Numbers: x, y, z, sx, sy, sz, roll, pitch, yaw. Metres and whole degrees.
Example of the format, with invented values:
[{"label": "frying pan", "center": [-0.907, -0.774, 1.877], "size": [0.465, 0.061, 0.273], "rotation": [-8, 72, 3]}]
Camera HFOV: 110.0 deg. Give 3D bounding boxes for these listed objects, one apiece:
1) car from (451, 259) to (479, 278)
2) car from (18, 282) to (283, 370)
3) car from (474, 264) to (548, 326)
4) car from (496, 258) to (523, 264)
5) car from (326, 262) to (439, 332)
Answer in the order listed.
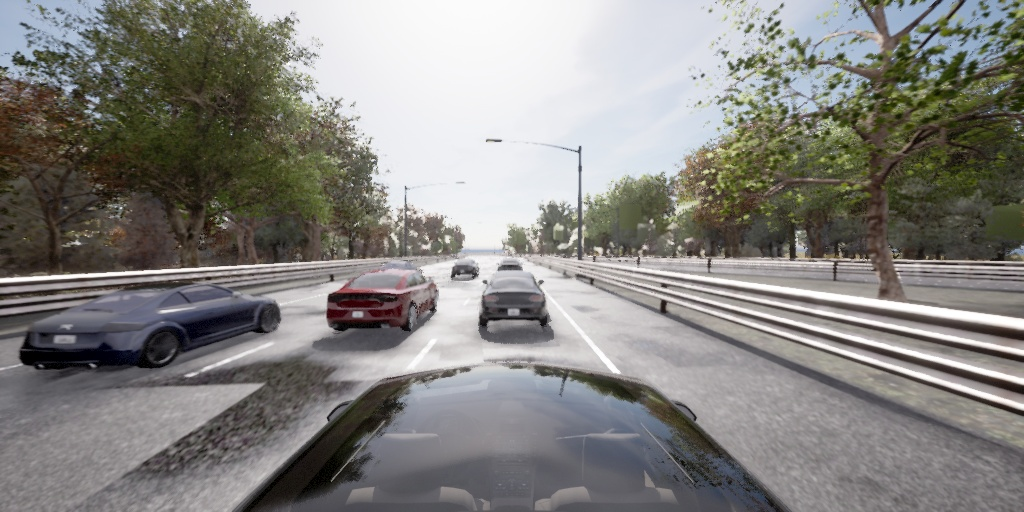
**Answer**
[{"label": "car", "center": [-3.682, 0.942, 28.655], "size": [1.812, 1.442, 4.674], "rotation": [0, 1, -1]}, {"label": "car", "center": [-6.961, 1.239, 7.598], "size": [1.994, 1.385, 4.181], "rotation": [0, 1, 0]}, {"label": "car", "center": [0.035, 1.157, 10.976], "size": [1.812, 1.442, 4.674], "rotation": [0, 1, 0]}, {"label": "car", "center": [-0.171, 0.928, 27.975], "size": [1.837, 1.490, 4.892], "rotation": [0, 1, -1]}, {"label": "car", "center": [-3.464, 1.115, 10.505], "size": [1.882, 1.535, 5.008], "rotation": [0, 1, 0]}]
